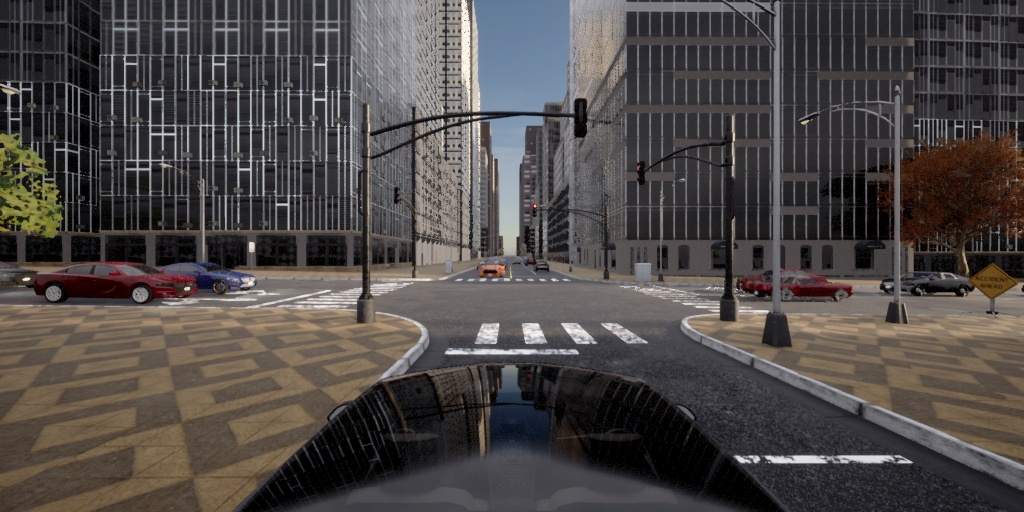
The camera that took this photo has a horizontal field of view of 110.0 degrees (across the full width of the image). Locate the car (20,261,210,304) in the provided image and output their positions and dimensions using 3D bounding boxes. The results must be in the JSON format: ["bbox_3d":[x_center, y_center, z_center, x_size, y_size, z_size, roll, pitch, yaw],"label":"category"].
[{"bbox_3d":[-15.295,0.973,14.044,5.008,1.535,1.882,1,0,-2],"label":"car"}]

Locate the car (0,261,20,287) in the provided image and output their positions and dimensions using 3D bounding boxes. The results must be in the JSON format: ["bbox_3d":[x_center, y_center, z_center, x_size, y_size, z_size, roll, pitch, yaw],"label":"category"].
[{"bbox_3d":[-24.912,0.882,16.833,4.181,1.385,1.994,1,0,-3],"label":"car"}]

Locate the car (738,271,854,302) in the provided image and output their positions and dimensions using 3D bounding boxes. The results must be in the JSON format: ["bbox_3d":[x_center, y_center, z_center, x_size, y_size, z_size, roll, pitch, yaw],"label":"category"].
[{"bbox_3d":[14.803,1.644,18.640,4.718,1.301,1.895,1,0,-4],"label":"car"}]

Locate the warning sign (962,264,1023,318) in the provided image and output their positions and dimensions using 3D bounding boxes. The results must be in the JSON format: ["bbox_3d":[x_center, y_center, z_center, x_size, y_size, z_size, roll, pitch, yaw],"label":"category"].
[{"bbox_3d":[17.251,1.204,12.883,1.060,1.860,1.300,0,0,-3],"label":"warning sign"}]

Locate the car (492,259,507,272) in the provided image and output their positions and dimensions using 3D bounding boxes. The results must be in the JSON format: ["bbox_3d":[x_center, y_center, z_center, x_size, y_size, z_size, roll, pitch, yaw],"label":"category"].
[{"bbox_3d":[-1.652,1.241,48.078,1.882,1.535,5.008,0,1,0],"label":"car"}]

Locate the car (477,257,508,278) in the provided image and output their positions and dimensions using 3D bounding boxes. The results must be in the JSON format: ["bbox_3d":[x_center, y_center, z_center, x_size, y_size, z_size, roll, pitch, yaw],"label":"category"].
[{"bbox_3d":[-1.798,1.121,33.763,2.097,1.767,4.553,0,0,4],"label":"car"}]

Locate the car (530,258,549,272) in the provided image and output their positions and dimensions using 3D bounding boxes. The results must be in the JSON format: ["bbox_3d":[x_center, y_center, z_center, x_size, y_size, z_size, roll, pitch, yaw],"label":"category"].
[{"bbox_3d":[3.818,1.329,46.652,1.948,1.339,4.313,0,0,0],"label":"car"}]

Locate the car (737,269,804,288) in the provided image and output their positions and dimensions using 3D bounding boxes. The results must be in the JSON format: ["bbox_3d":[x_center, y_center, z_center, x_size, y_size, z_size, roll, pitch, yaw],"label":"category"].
[{"bbox_3d":[16.706,1.554,22.317,5.008,1.535,1.882,1,0,-3],"label":"car"}]

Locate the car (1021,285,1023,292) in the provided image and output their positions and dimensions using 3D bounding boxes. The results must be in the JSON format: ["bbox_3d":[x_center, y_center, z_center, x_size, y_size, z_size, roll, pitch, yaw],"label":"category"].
[{"bbox_3d":[36.267,1.932,23.263,4.892,1.490,1.837,1,0,-3],"label":"car"}]

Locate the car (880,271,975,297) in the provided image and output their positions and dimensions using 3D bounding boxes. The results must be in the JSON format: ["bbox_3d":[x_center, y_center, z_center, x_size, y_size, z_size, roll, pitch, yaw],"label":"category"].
[{"bbox_3d":[26.276,1.740,22.785,4.902,1.511,2.128,1,0,-3],"label":"car"}]

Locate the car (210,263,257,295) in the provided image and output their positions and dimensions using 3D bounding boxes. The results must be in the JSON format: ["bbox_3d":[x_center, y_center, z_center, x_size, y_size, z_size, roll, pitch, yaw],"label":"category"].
[{"bbox_3d":[-14.986,1.026,17.316,4.674,1.442,1.812,1,0,-1],"label":"car"}]
